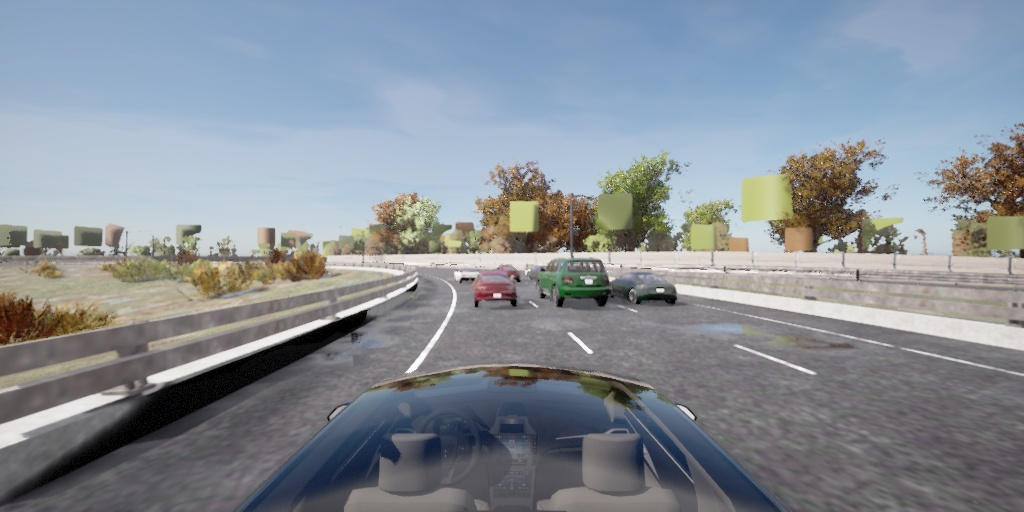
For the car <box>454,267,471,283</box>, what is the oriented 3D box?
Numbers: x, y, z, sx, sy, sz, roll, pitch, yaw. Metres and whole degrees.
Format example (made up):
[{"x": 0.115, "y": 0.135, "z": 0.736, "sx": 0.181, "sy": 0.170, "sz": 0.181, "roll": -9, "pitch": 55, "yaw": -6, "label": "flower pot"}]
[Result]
[{"x": -3.873, "y": 1.633, "z": 31.107, "sx": 1.895, "sy": 1.301, "sz": 4.718, "roll": 0, "pitch": -1, "yaw": -16, "label": "car"}]

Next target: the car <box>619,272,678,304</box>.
[{"x": 6.060, "y": 1.456, "z": 17.285, "sx": 1.994, "sy": 1.385, "sz": 4.181, "roll": 0, "pitch": -1, "yaw": -8, "label": "car"}]

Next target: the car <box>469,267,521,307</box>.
[{"x": -0.890, "y": 1.416, "z": 16.448, "sx": 1.812, "sy": 1.442, "sz": 4.674, "roll": 0, "pitch": 0, "yaw": -8, "label": "car"}]

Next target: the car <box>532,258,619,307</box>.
[{"x": 2.637, "y": 1.104, "z": 16.522, "sx": 2.150, "sy": 2.045, "sz": 5.566, "roll": 0, "pitch": 0, "yaw": -7, "label": "car"}]

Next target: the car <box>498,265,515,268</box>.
[{"x": -0.579, "y": 1.566, "z": 32.302, "sx": 1.812, "sy": 1.442, "sz": 4.674, "roll": 0, "pitch": 0, "yaw": -16, "label": "car"}]

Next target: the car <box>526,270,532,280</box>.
[{"x": 2.908, "y": 1.590, "z": 32.853, "sx": 2.033, "sy": 1.411, "sz": 5.357, "roll": 0, "pitch": -1, "yaw": -16, "label": "car"}]
